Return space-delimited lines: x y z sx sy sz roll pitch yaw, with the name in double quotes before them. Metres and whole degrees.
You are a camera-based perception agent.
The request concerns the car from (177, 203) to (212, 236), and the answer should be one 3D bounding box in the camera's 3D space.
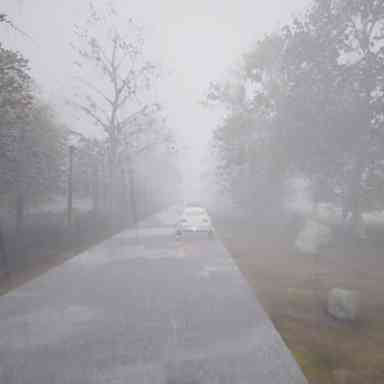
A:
"car" 0.139 1.602 18.912 1.812 1.442 4.674 0 0 0
